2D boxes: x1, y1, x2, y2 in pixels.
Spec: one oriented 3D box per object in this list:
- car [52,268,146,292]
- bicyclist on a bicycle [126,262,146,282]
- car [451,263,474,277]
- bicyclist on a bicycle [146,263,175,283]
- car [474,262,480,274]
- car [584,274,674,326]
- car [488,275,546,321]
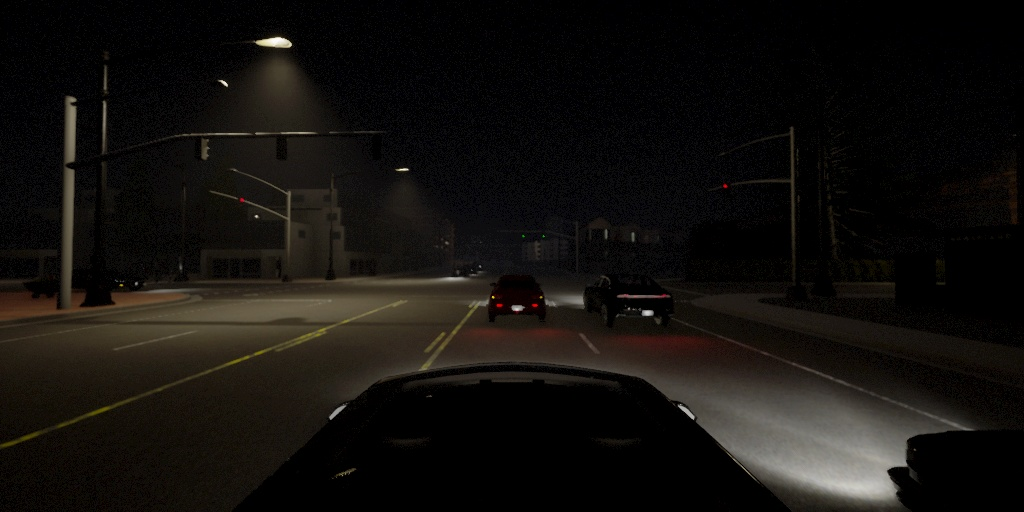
[{"bbox_3d":[-25.954,1.483,22.507,4.892,1.490,1.837,0,-1,1],"label":"car"},{"bbox_3d":[-31.366,1.365,30.454,1.656,1.620,0.582,20,3,-23],"label":"bicyclist on a bicycle"},{"bbox_3d":[-6.715,1.934,47.133,2.128,1.511,4.902,0,-1,0],"label":"car"},{"bbox_3d":[-29.417,1.440,30.228,1.656,1.620,0.582,1,-2,-22],"label":"bicyclist on a bicycle"},{"bbox_3d":[-6.624,2.060,56.469,1.837,1.490,4.892,0,0,1],"label":"car"},{"bbox_3d":[3.668,1.342,12.032,2.128,1.511,4.902,0,-1,1],"label":"car"},{"bbox_3d":[0.179,1.387,12.871,1.812,1.442,4.674,0,-1,1],"label":"car"}]
